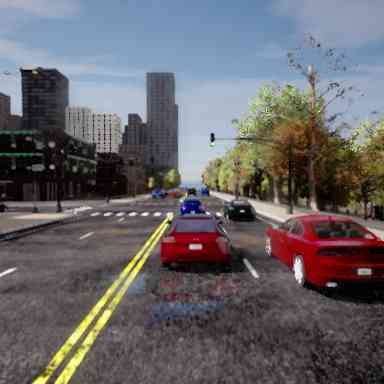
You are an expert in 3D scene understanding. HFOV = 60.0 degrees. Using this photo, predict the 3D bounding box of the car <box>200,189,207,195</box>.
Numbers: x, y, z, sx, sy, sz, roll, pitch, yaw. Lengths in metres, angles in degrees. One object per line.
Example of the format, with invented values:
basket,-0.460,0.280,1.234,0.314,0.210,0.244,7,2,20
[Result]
car,3.236,-0.039,92.635,1.812,1.442,4.674,0,1,0

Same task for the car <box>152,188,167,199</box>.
car,-6.523,0.245,64.933,2.150,2.045,5.566,0,1,0

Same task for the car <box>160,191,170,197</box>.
car,-6.511,0.386,80.410,1.895,1.301,4.718,0,1,0

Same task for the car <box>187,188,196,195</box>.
car,-0.013,-0.020,82.245,2.150,2.045,5.566,0,1,0

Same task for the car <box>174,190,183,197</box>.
car,-3.261,0.330,80.440,2.033,1.411,5.357,0,1,0

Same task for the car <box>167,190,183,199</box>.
car,-3.276,0.502,64.968,1.882,1.535,5.008,0,1,0

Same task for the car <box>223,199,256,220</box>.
car,3.347,1.204,24.042,1.994,1.385,4.181,0,1,0

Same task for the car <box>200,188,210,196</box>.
car,3.237,-0.021,82.246,2.150,2.045,5.566,0,1,0

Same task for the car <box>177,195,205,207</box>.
car,-0.008,1.161,24.350,1.812,1.442,4.674,0,1,-2

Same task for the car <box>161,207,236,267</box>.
car,0.099,1.399,10.835,1.994,1.385,4.181,0,1,0

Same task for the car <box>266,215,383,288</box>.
car,3.345,1.342,8.914,1.882,1.535,5.008,0,1,0

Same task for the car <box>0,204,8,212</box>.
car,-19.959,1.343,31.792,4.313,1.339,1.947,-1,2,0
